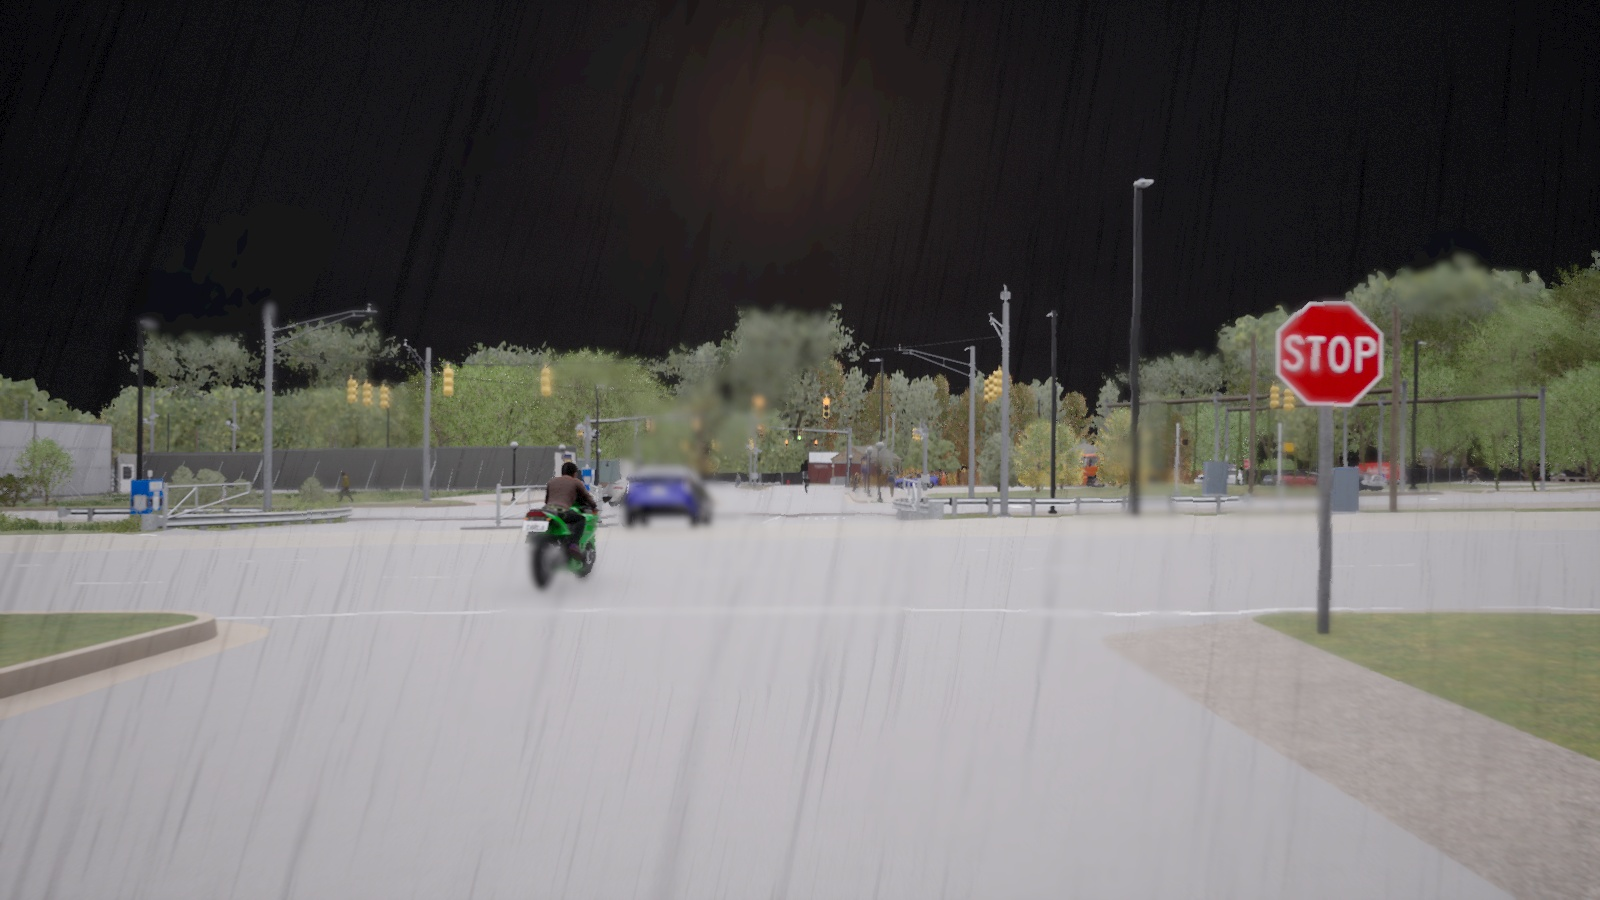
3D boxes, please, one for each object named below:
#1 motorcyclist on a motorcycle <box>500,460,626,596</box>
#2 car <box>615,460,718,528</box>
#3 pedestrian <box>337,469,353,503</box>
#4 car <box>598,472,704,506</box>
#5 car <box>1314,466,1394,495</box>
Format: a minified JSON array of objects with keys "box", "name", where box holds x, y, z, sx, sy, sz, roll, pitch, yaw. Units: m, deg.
[{"box":[-2.827,0.895,15.219,0.797,1.523,2.044,0,-1,11],"name":"motorcyclist on a motorcycle"},{"box":[-3.227,1.117,31.241,2.007,1.525,4.514,-1,-3,1],"name":"car"},{"box":[-25.370,2.007,70.076,0.726,1.835,0.370,1,0,0],"name":"pedestrian"},{"box":[-7.711,1.999,65.329,5.027,1.651,2.152,0,-1,-32],"name":"car"},{"box":[36.230,2.031,82.280,1.932,1.855,4.605,1,-2,-26],"name":"car"}]
